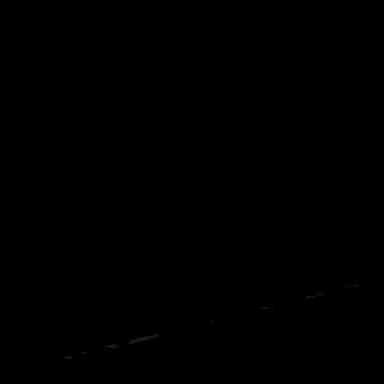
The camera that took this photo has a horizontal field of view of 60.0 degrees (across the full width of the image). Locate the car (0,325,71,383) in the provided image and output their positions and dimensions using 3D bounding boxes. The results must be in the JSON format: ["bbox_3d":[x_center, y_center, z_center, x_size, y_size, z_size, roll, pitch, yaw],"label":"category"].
[{"bbox_3d":[-2.843,1.584,1.839,4.181,1.385,1.994,1,-1,-33],"label":"car"}]
